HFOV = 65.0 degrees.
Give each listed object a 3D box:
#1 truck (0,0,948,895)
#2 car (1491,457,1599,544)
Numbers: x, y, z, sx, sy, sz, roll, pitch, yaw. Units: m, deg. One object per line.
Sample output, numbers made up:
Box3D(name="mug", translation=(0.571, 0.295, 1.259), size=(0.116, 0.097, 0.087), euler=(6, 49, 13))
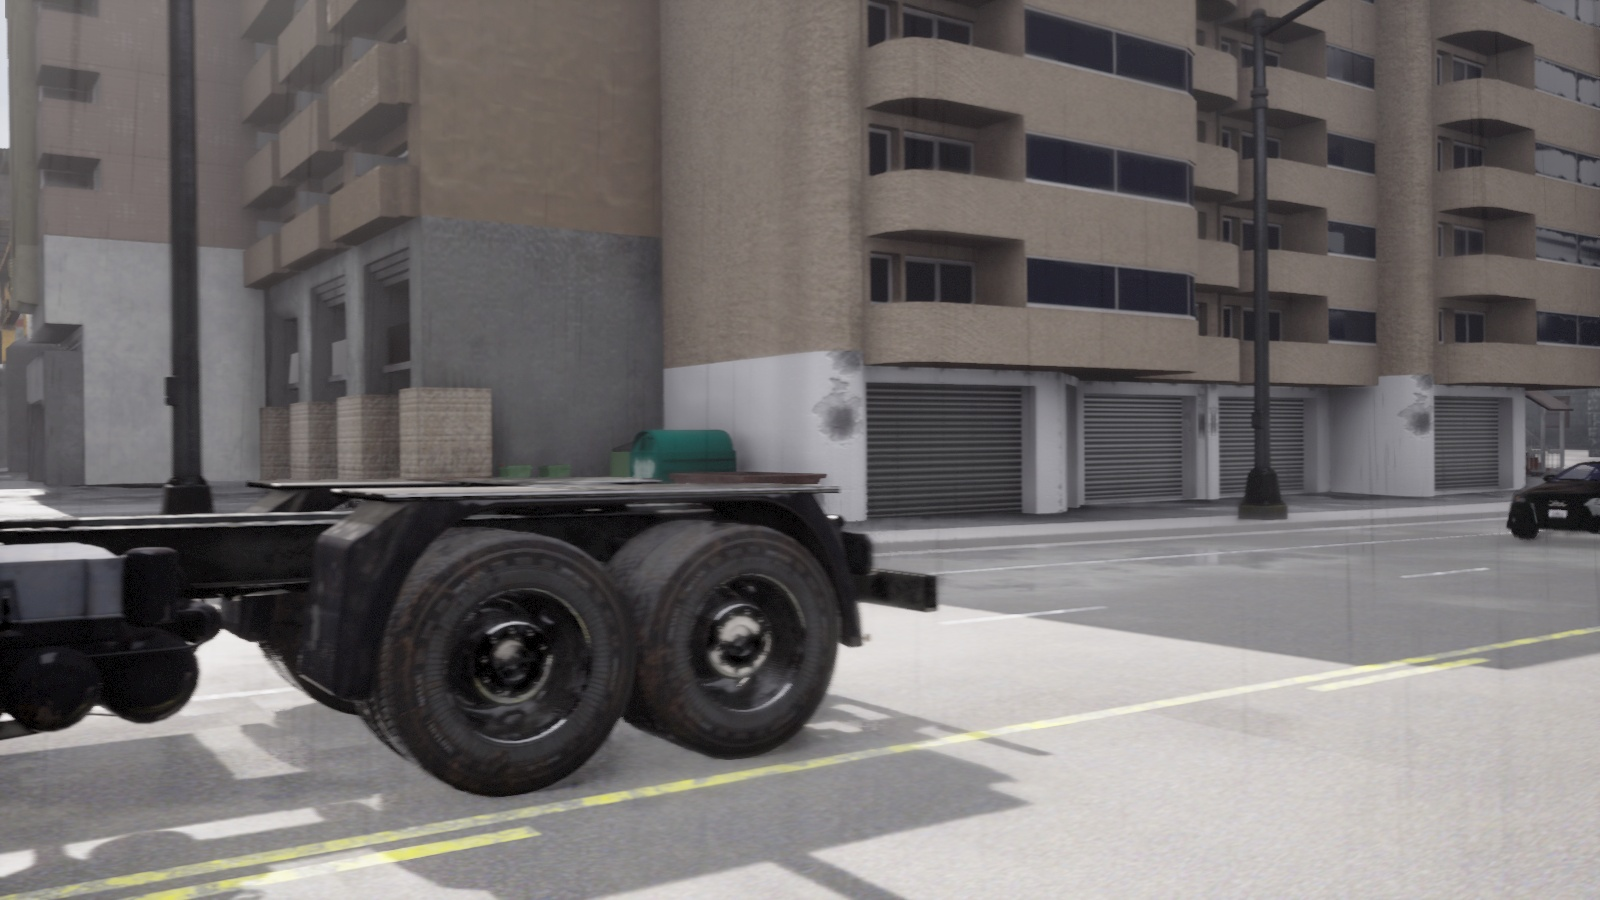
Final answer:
Box3D(name="truck", translation=(-3.301, -0.216, 5.625), size=(7.936, 3.462, 2.891), euler=(0, 0, -35))
Box3D(name="car", translation=(14.254, 0.830, 22.106), size=(4.181, 1.385, 1.994), euler=(0, 0, -35))
